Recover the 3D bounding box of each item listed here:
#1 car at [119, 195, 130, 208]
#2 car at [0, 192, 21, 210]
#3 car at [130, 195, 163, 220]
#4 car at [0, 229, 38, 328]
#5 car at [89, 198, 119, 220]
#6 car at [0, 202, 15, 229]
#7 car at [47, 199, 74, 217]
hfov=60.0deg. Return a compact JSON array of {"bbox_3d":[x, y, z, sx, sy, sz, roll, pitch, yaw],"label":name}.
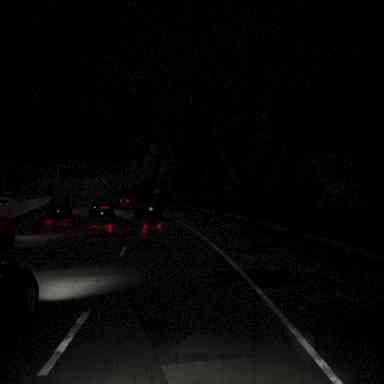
[{"bbox_3d":[-8.441,1.105,42.273,2.097,1.767,4.553,0,0,-18],"label":"car"},{"bbox_3d":[-23.244,1.052,41.886,2.150,2.045,5.566,0,1,-19],"label":"car"},{"bbox_3d":[-3.540,1.267,26.470,2.033,1.649,4.856,0,1,-14],"label":"car"},{"bbox_3d":[-3.650,1.515,4.187,1.812,1.442,4.674,0,0,-3],"label":"car"},{"bbox_3d":[-7.187,1.345,26.622,2.128,1.511,4.902,0,0,-15],"label":"car"},{"bbox_3d":[-7.612,1.189,10.338,2.150,2.045,5.566,0,0,-6],"label":"car"},{"bbox_3d":[-11.603,1.349,29.415,2.128,1.511,4.902,0,0,-17],"label":"car"}]
